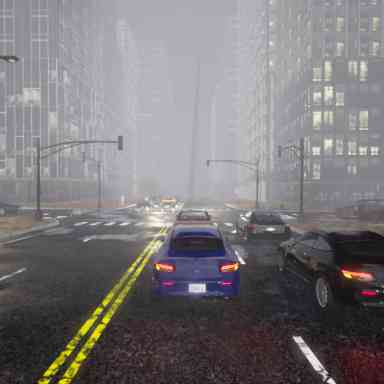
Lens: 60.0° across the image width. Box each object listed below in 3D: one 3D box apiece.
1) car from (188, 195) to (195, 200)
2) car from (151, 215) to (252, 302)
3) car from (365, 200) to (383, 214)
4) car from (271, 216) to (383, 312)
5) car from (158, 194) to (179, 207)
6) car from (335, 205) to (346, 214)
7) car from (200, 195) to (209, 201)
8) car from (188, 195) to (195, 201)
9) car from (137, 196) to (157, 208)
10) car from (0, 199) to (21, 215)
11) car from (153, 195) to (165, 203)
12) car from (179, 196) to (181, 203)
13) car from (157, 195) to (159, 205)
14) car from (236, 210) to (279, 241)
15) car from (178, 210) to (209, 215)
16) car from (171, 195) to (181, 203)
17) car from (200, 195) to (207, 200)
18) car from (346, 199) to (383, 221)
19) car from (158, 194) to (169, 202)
[{"bbox_3d":[-0.132,1.505,89.096,1.895,1.301,4.718,0,0,0],"label":"car"},{"bbox_3d":[0.089,1.522,8.136,1.812,1.442,4.674,0,0,0],"label":"car"},{"bbox_3d":[21.757,1.643,36.178,4.829,1.417,1.752,1,0,1],"label":"car"},{"bbox_3d":[3.340,1.522,7.571,1.812,1.442,4.674,0,0,0],"label":"car"},{"bbox_3d":[-3.416,1.442,49.199,1.882,1.535,5.008,0,0,0],"label":"car"},{"bbox_3d":[16.744,1.680,33.661,4.181,1.385,1.994,1,1,1],"label":"car"},{"bbox_3d":[3.131,1.519,80.461,1.895,1.301,4.718,0,0,0],"label":"car"},{"bbox_3d":[-0.117,1.466,78.940,2.033,1.411,5.357,0,0,0],"label":"car"},{"bbox_3d":[-6.668,1.513,47.801,2.033,1.411,5.357,0,0,0],"label":"car"},{"bbox_3d":[-18.506,1.358,30.974,4.892,1.490,1.837,1,1,2],"label":"car"},{"bbox_3d":[-6.623,1.448,66.893,1.837,1.490,4.892,0,0,0],"label":"car"},{"bbox_3d":[-3.414,1.554,58.578,1.895,1.301,4.718,0,0,0],"label":"car"},{"bbox_3d":[-6.666,1.460,57.539,1.837,1.490,4.892,0,0,0],"label":"car"},{"bbox_3d":[3.330,1.555,16.140,1.994,1.385,4.181,0,0,-1],"label":"car"},{"bbox_3d":[0.077,1.591,17.302,1.895,1.301,4.718,0,0,0],"label":"car"},{"bbox_3d":[-3.353,1.418,69.106,1.882,1.535,5.008,0,0,0],"label":"car"},{"bbox_3d":[3.115,1.460,90.632,1.994,1.385,4.181,0,0,0],"label":"car"},{"bbox_3d":[16.161,1.520,27.883,5.009,1.841,2.192,1,0,1],"label":"car"},{"bbox_3d":[-6.614,1.285,76.818,2.097,1.767,4.553,0,0,0],"label":"car"}]
